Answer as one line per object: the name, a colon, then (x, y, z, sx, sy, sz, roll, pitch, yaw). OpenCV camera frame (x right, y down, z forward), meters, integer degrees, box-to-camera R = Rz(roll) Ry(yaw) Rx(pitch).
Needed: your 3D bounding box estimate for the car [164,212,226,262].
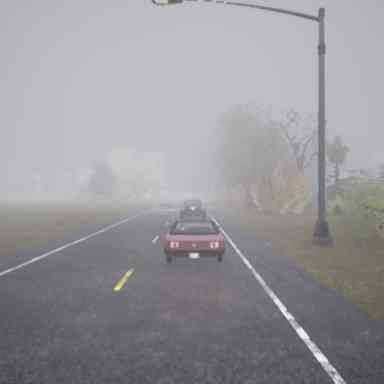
car: (0.086, 1.611, 12.167, 1.895, 1.301, 4.718, 0, 0, 0)

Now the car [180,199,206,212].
car: (0.096, 1.372, 28.582, 2.097, 1.767, 4.553, 0, 0, 0)

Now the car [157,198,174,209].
car: (-3.566, 1.553, 45.321, 1.812, 1.442, 4.674, 0, 0, 0)

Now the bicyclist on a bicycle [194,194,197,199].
bicyclist on a bicycle: (0.993, 1.471, 87.049, 0.866, 1.612, 1.509, 0, 0, 0)
